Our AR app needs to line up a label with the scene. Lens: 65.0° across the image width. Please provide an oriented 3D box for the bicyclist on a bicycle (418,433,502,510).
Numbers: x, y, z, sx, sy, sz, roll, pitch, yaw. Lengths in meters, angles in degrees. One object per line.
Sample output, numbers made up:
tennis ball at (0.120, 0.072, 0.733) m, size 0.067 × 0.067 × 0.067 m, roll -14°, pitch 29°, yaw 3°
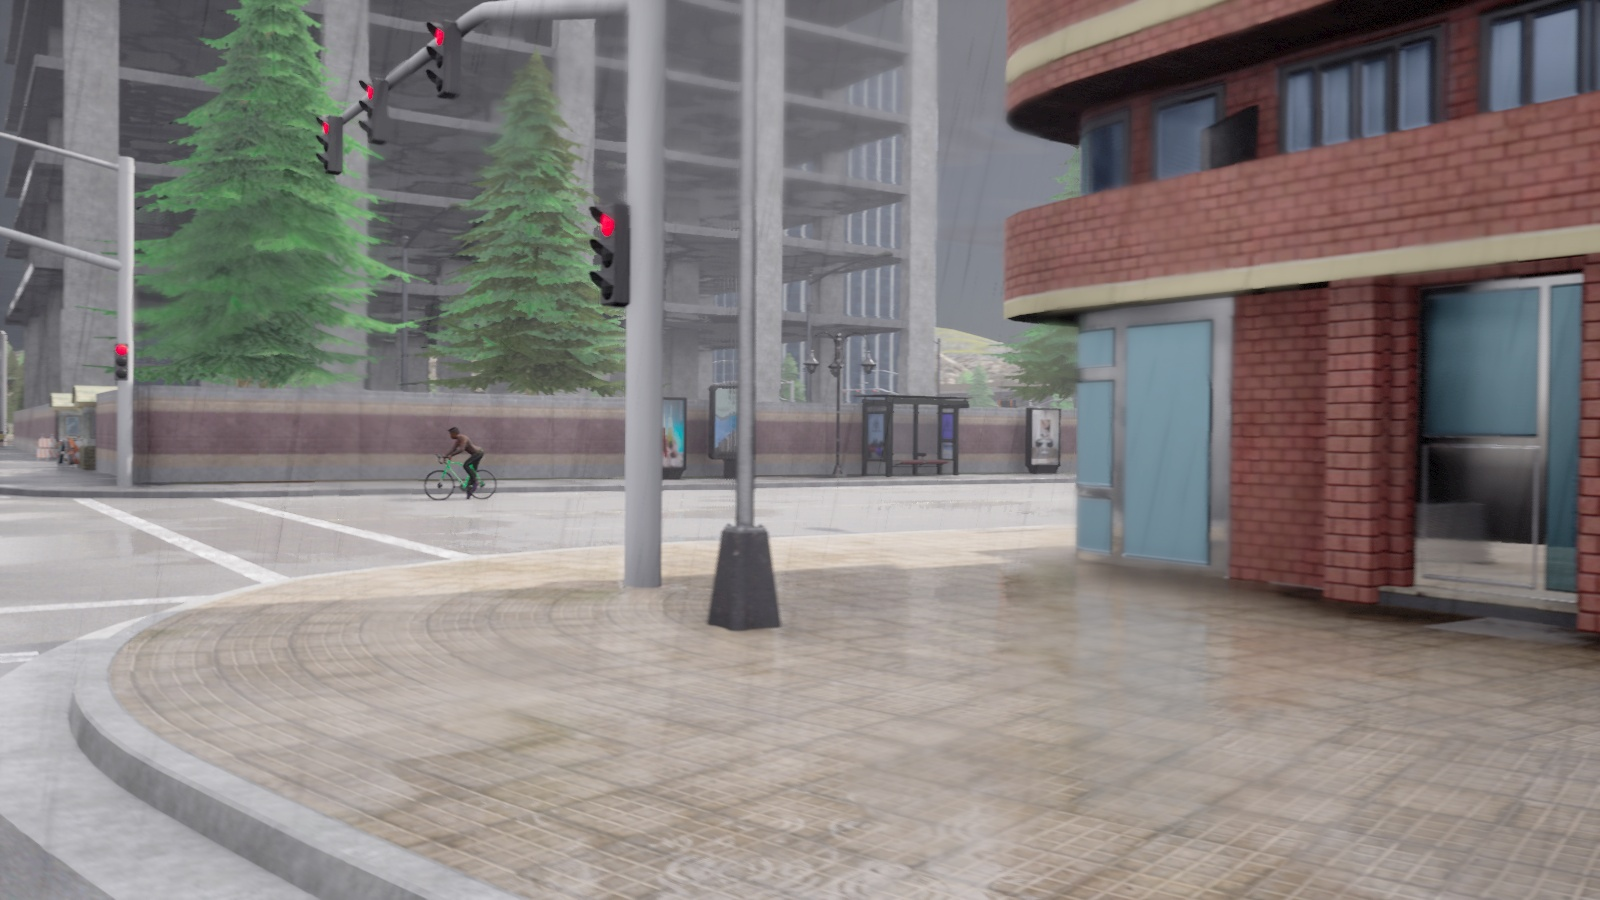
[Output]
bicyclist on a bicycle at (-7.500, 0.455, 27.741) m, size 1.656 × 1.620 × 0.582 m, roll -1°, pitch 1°, yaw -34°
